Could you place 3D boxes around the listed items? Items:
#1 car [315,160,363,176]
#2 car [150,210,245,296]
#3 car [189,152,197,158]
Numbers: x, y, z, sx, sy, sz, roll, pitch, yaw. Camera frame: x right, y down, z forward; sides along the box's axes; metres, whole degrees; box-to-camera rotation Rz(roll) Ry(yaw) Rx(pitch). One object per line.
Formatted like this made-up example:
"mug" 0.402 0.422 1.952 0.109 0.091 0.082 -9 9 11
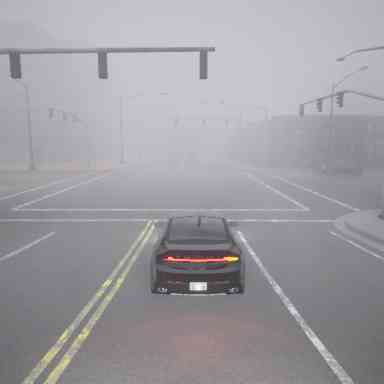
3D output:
"car" 15.665 -2.662 35.572 4.553 1.767 2.097 0 8 0
"car" 0.115 1.198 8.086 1.837 1.490 4.892 0 4 0
"car" 0.244 -8.708 77.748 2.033 1.411 5.357 0 8 0
